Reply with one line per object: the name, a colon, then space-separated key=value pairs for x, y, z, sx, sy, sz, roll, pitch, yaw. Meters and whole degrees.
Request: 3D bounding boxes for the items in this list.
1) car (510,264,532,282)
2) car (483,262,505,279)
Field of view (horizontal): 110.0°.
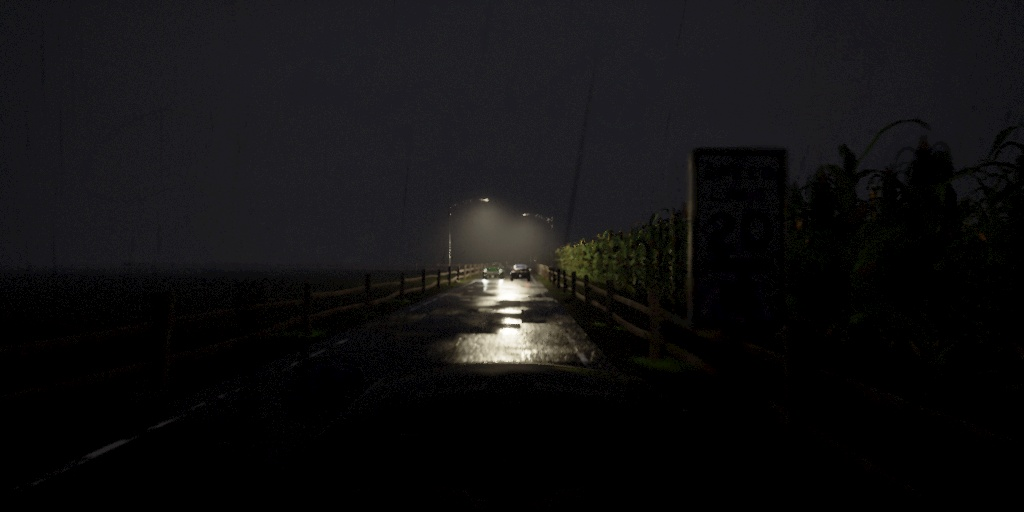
car: x=0.832 y=1.624 z=34.610 sx=2.128 sy=1.511 sz=4.902 roll=1 pitch=-1 yaw=2
car: x=-1.879 y=1.497 z=38.240 sx=2.097 sy=1.767 sz=4.553 roll=1 pitch=-1 yaw=1
